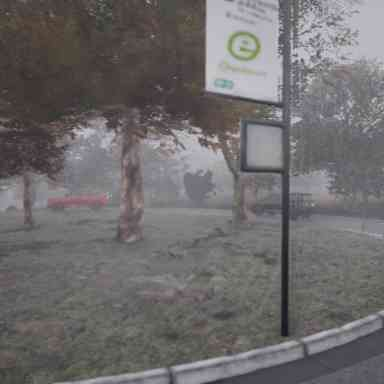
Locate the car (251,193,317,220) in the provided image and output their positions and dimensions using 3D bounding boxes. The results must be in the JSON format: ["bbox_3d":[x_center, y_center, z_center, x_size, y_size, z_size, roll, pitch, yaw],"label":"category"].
[{"bbox_3d":[7.551,1.102,27.684,2.150,2.045,5.566,1,0,-41],"label":"car"}]

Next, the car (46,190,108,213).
[{"bbox_3d":[-10.832,0.822,31.561,5.566,2.045,2.150,-1,0,-21],"label":"car"}]
